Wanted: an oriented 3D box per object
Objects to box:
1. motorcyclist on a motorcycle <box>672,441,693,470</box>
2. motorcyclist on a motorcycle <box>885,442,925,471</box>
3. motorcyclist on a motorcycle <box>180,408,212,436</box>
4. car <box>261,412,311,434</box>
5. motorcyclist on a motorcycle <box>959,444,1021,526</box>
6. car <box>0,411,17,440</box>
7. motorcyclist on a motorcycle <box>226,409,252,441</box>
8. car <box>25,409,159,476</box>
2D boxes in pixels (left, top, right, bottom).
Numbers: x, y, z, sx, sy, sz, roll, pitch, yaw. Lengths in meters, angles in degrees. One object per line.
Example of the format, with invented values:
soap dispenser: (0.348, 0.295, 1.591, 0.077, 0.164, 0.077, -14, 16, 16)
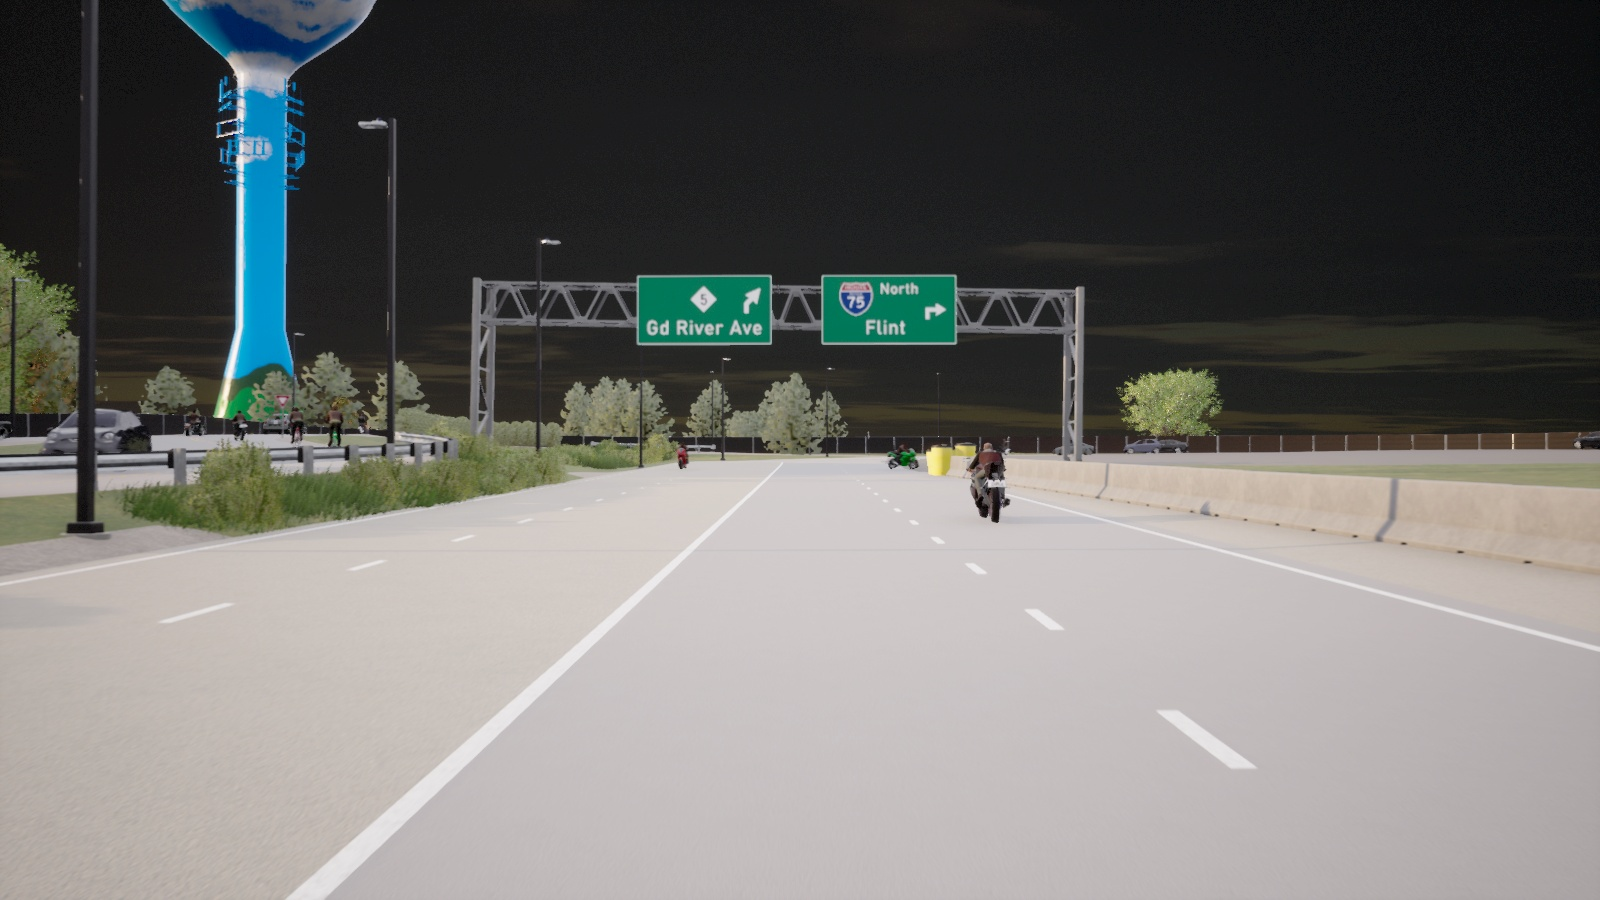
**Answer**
motorcyclist on a motorcycle: (-6.320, 0.289, 67.546, 0.797, 1.523, 2.044, 0, 0, 3)
motorcyclist on a motorcycle: (5.591, 0.316, 67.074, 2.044, 1.523, 0.797, 0, 0, 40)
motorcyclist on a motorcycle: (-35.946, -1.659, 74.745, 0.766, 1.649, 2.350, 0, 1, -1)
car: (-36.174, -1.895, 88.436, 1.970, 1.475, 3.806, 0, 1, 0)
motorcyclist on a motorcycle: (3.656, 0.644, 24.353, 0.866, 1.530, 2.191, 0, 0, 0)
car: (-36.902, -1.069, 55.215, 1.895, 1.301, 4.718, 0, 2, 1)
motorcyclist on a motorcycle: (-26.915, -1.204, 60.220, 0.797, 1.523, 2.044, 0, 1, -35)
car: (-16.900, -0.239, 30.165, 1.845, 1.501, 3.633, -1, 2, -14)
